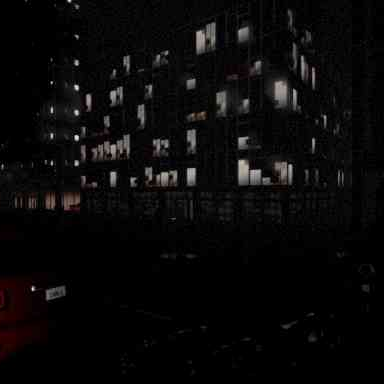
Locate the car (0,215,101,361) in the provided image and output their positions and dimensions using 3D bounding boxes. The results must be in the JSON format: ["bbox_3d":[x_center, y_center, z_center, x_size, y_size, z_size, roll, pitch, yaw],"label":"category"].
[{"bbox_3d":[-3.606,1.315,5.452,5.009,1.841,2.192,0,0,36],"label":"car"}]

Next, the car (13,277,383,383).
[{"bbox_3d":[0.889,1.566,2.243,4.313,1.339,1.947,0,0,36],"label":"car"}]
